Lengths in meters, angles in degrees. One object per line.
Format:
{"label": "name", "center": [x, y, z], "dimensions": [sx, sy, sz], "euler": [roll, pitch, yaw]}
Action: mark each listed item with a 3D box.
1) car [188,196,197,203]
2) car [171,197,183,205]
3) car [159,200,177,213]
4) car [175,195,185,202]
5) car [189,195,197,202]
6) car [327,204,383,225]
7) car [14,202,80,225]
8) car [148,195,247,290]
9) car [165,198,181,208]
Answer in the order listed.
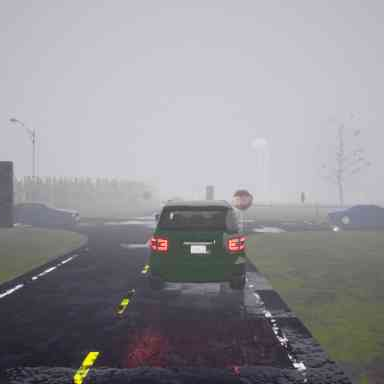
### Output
{"label": "car", "center": [0.165, 1.591, 70.201], "dimensions": [1.812, 1.442, 4.674], "euler": [0, 0, 0]}
{"label": "car", "center": [-2.665, 1.576, 59.115], "dimensions": [1.812, 1.442, 4.674], "euler": [0, 0, 1]}
{"label": "car", "center": [-2.731, 1.622, 38.874], "dimensions": [1.895, 1.301, 4.718], "euler": [0, 0, -1]}
{"label": "car", "center": [-2.578, 1.486, 73.532], "dimensions": [2.033, 1.411, 5.357], "euler": [0, 0, 0]}
{"label": "car", "center": [0.184, 1.497, 80.204], "dimensions": [1.882, 1.535, 5.008], "euler": [0, 0, 0]}
{"label": "car", "center": [12.930, 1.671, 25.380], "dimensions": [5.008, 1.535, 1.882], "euler": [1, 1, 0]}
{"label": "car", "center": [-10.544, 1.432, 22.776], "dimensions": [5.357, 1.411, 2.033], "euler": [1, 1, -5]}
{"label": "car", "center": [0.108, 1.222, 9.220], "dimensions": [2.150, 2.045, 5.566], "euler": [0, 0, 0]}
{"label": "car", "center": [-2.709, 1.598, 48.831], "dimensions": [1.994, 1.385, 4.181], "euler": [0, 0, 1]}
